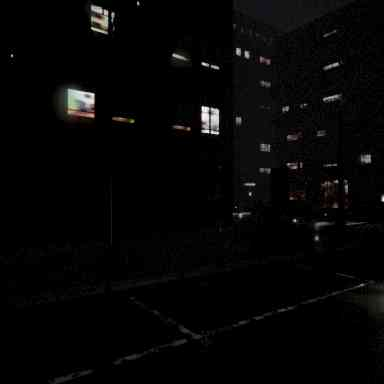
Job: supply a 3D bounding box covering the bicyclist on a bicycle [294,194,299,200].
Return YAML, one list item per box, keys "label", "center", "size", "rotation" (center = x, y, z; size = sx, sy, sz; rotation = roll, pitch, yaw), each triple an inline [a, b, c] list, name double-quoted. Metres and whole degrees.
- label: "bicyclist on a bicycle"
  center: [11.451, 1.011, 36.190]
  size: [1.656, 1.620, 0.582]
  rotation: [0, 1, -36]

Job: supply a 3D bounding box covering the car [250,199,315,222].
- label: "car"
  center: [6.206, 1.342, 24.168]
  size: [2.008, 1.369, 4.403]
  rotation: [1, 0, -36]

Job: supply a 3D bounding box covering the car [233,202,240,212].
- label: "car"
  center: [2.723, 1.167, 33.332]
  size: [1.837, 1.490, 4.892]
  rotation: [0, 1, -36]

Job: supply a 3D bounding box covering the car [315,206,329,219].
- label: "car"
  center: [8.223, 1.318, 25.813]
  size: [1.812, 1.442, 4.674]
  rotation: [0, 1, -37]
